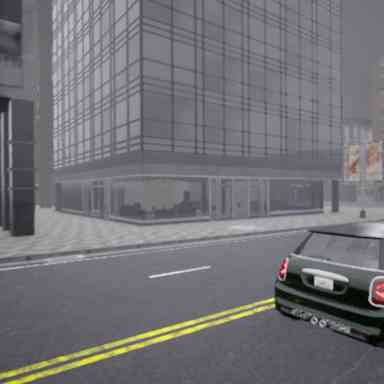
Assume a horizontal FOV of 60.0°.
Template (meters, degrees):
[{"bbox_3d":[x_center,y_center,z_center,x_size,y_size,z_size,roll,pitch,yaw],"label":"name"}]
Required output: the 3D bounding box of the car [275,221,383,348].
[{"bbox_3d":[3.653,1.342,6.083,4.553,1.767,2.097,0,0,-35],"label":"car"}]
